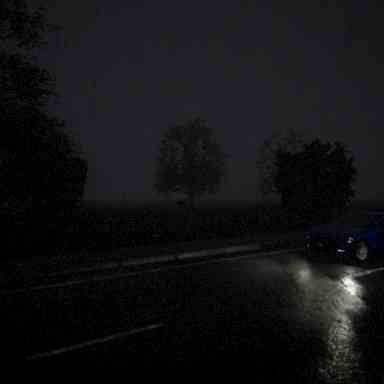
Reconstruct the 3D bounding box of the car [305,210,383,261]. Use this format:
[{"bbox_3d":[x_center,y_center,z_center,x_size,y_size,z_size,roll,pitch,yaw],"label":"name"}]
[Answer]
[{"bbox_3d":[6.324,1.456,12.254,5.008,1.535,1.882,0,0,-32],"label":"car"}]
